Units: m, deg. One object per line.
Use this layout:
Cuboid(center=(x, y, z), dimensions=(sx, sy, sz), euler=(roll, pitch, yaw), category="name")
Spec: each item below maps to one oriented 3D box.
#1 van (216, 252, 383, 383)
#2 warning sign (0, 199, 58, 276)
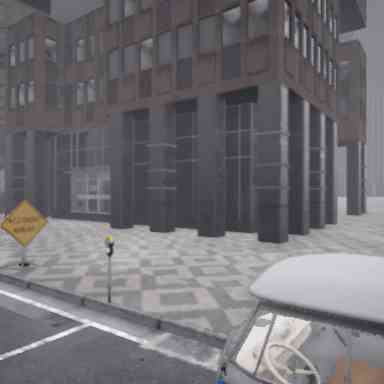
Cuboid(center=(1.946, 1.340, 1.573), dimensions=(3.998, 1.788, 1.690), euler=(0, 0, 35), category="van")
Cuboid(center=(-4.545, 1.136, 9.038), dimensions=(1.060, 1.860, 1.300), euler=(0, 0, 35), category="warning sign")
